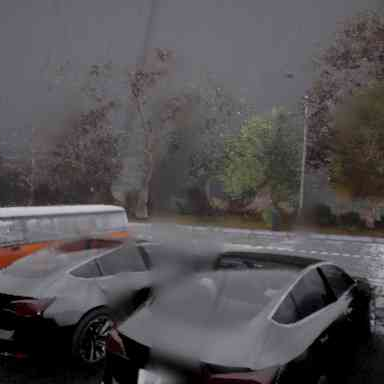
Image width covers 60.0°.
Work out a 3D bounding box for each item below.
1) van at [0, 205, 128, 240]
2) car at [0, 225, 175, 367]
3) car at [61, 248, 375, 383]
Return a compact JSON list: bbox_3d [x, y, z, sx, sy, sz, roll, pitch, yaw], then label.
[{"bbox_3d":[-3.517,1.314,7.521,1.878,1.987,4.442,-1,0,36],"label":"van"},{"bbox_3d":[-1.172,1.546,6.024,2.163,1.488,4.792,-1,0,36],"label":"car"},{"bbox_3d":[1.086,1.523,4.410,2.163,1.488,4.792,-1,0,36],"label":"car"}]
